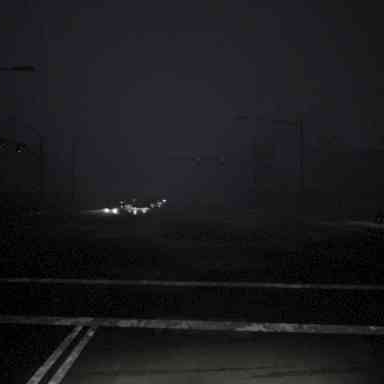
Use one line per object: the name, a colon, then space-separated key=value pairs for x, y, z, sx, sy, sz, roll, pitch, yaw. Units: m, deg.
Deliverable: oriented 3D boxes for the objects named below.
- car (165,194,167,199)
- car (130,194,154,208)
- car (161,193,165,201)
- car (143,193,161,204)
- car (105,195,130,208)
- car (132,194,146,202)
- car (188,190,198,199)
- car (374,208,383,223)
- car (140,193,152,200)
car: x=-6.789 y=0.965 z=75.178 sx=1.895 sy=1.301 sz=4.718 roll=0 pitch=1 yaw=0
car: x=-6.898 y=1.408 z=46.022 sx=1.994 sy=1.385 sz=4.181 roll=0 pitch=1 yaw=1
car: x=-6.819 y=1.177 z=64.830 sx=1.895 sy=1.301 sz=4.718 roll=0 pitch=1 yaw=0
car: x=-6.849 y=1.277 z=55.252 sx=2.033 sy=1.411 sz=5.357 roll=0 pitch=1 yaw=0
car: x=-10.400 y=1.346 z=45.410 sx=2.128 sy=1.511 sz=4.902 roll=0 pitch=1 yaw=1
car: x=-10.320 y=1.146 z=64.555 sx=1.994 sy=1.385 sz=4.181 roll=0 pitch=1 yaw=0
car: x=0.215 y=0.565 z=76.582 sx=2.150 sy=2.045 sz=5.566 roll=0 pitch=1 yaw=0
car: x=15.421 y=1.350 z=23.479 sx=4.553 sy=1.767 sz=2.097 roll=0 pitch=0 yaw=0
car: x=-10.289 y=0.910 z=75.174 sx=2.033 sy=1.411 sz=5.357 roll=0 pitch=1 yaw=0
